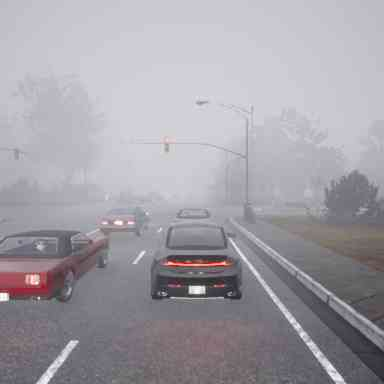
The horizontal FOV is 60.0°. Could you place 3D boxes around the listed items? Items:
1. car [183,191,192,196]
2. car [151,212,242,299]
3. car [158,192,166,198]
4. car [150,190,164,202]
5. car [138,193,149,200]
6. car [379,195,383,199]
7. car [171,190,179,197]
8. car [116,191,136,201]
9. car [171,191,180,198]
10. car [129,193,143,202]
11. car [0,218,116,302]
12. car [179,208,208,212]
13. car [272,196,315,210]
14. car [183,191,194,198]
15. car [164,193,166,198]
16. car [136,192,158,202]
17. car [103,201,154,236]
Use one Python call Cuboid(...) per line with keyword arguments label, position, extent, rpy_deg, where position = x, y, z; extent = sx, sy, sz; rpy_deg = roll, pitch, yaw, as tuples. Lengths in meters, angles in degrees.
Cuboid(label="car", position=(-1.418, 0.464, 95.118), extent=(2.033, 1.411, 5.357), rpy_deg=(0, 1, -7))
Cuboid(label="car", position=(0.088, 1.473, 8.321), extent=(1.837, 1.490, 4.892), rpy_deg=(0, 0, 0))
Cuboid(label="car", position=(-7.597, 0.780, 83.918), extent=(1.812, 1.442, 4.674), rpy_deg=(0, 1, -3))
Cuboid(label="car", position=(-7.162, 0.733, 63.458), extent=(2.150, 2.045, 5.566), rpy_deg=(0, 1, -1))
Cuboid(label="car", position=(-10.737, 0.991, 73.776), extent=(1.895, 1.301, 4.718), rpy_deg=(0, 1, -1))
Cuboid(label="car", position=(23.754, 0.943, 38.951), extent=(5.566, 2.045, 2.150), rpy_deg=(0, 0, -4))
Cuboid(label="car", position=(-4.906, 0.451, 94.756), extent=(2.097, 1.767, 4.553), rpy_deg=(0, 1, -7))
Cuboid(label="car", position=(-10.688, 0.821, 53.803), extent=(2.150, 2.045, 5.566), rpy_deg=(0, 0, 0))
Cuboid(label="car", position=(-4.137, 0.602, 84.687), extent=(2.097, 1.767, 4.553), rpy_deg=(0, 1, -4))
Cuboid(label="car", position=(-10.672, 0.987, 63.690), extent=(1.882, 1.535, 5.008), rpy_deg=(0, 1, 0))
Cuboid(label="car", position=(-3.412, 1.570, 8.142), extent=(1.895, 1.301, 4.718), rpy_deg=(0, 0, 0))
Cuboid(label="car", position=(0.081, 1.497, 17.634), extent=(1.895, 1.301, 4.718), rpy_deg=(0, 0, 0))
Cuboid(label="car", position=(11.655, 1.220, 38.247), extent=(4.902, 1.511, 2.128), rpy_deg=(0, 0, -3))
Cuboid(label="car", position=(-0.666, 0.783, 85.241), extent=(1.994, 1.385, 4.181), rpy_deg=(0, 1, -4))
Cuboid(label="car", position=(-7.232, 0.876, 73.649), extent=(1.882, 1.535, 5.008), rpy_deg=(0, 1, -1))
Cuboid(label="car", position=(-7.189, 1.151, 53.283), extent=(2.033, 1.411, 5.357), rpy_deg=(0, 0, 0))
Cuboid(label="car", position=(-3.445, 1.442, 17.731), extent=(2.033, 1.411, 5.357), rpy_deg=(0, 0, -1))
